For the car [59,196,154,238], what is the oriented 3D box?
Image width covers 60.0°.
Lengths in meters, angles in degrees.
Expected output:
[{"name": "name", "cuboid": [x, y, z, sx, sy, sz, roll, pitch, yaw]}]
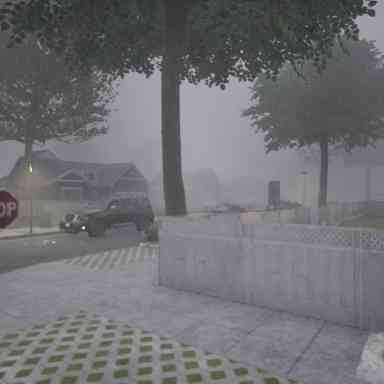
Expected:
[{"name": "car", "cuboid": [-4.467, 1.257, 18.429, 2.150, 2.045, 5.566, 1, 0, 35]}]

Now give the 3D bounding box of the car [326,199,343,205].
[{"name": "car", "cuboid": [22.328, 1.786, 51.743, 1.994, 1.385, 4.181, 1, 0, 34]}]

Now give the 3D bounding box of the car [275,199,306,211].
[{"name": "car", "cuboid": [10.674, 1.713, 35.019, 1.994, 1.385, 4.181, 1, 0, 35]}]

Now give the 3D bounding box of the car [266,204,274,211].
[{"name": "car", "cuboid": [10.420, 1.624, 39.749, 2.128, 1.511, 4.902, 1, 0, 35]}]

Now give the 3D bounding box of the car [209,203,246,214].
[{"name": "car", "cuboid": [3.184, 1.650, 29.418, 1.994, 1.385, 4.181, 1, 0, 35]}]
